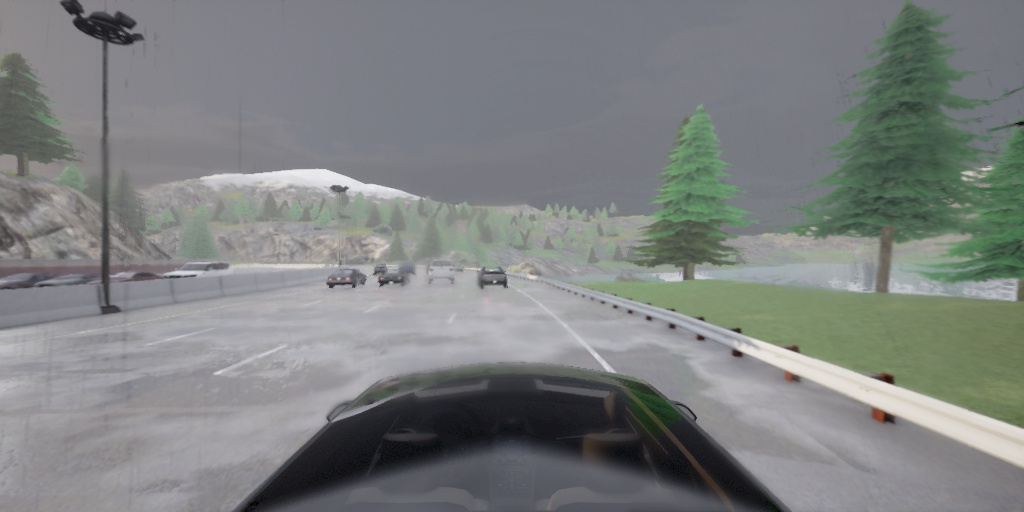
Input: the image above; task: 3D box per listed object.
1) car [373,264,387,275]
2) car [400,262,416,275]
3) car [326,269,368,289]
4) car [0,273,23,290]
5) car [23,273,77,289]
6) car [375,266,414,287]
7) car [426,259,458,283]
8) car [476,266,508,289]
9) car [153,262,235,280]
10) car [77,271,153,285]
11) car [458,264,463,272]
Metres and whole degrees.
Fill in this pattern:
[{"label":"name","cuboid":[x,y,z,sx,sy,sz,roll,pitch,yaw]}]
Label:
[{"label":"car","cuboid":[-18.335,1.891,50.363,1.837,1.490,4.892,0,0,-18]},{"label":"car","cuboid":[-14.616,1.694,50.298,2.097,1.767,4.553,-1,-1,-18]},{"label":"car","cuboid":[-12.430,1.661,27.251,2.033,1.411,5.357,-1,-1,-11]},{"label":"car","cuboid":[-33.483,1.875,24.955,2.033,1.411,5.357,-1,-1,-10]},{"label":"car","cuboid":[-29.923,1.851,24.758,1.994,1.385,4.181,-1,-1,-9]},{"label":"car","cuboid":[-9.157,1.688,28.285,1.895,1.301,4.718,-1,0,-10]},{"label":"car","cuboid":[-6.270,1.311,31.991,2.150,2.045,5.566,0,0,-11]},{"label":"car","cuboid":[-1.473,1.468,25.430,2.128,1.511,4.902,0,-1,-8]},{"label":"car","cuboid":[-23.145,1.453,26.764,2.150,2.045,5.566,-1,-1,-10]},{"label":"car","cuboid":[-26.392,1.773,24.774,1.812,1.442,4.674,-1,-1,-9]},{"label":"car","cuboid":[-9.055,1.938,56.584,1.895,1.301,4.718,0,-1,-20]}]
